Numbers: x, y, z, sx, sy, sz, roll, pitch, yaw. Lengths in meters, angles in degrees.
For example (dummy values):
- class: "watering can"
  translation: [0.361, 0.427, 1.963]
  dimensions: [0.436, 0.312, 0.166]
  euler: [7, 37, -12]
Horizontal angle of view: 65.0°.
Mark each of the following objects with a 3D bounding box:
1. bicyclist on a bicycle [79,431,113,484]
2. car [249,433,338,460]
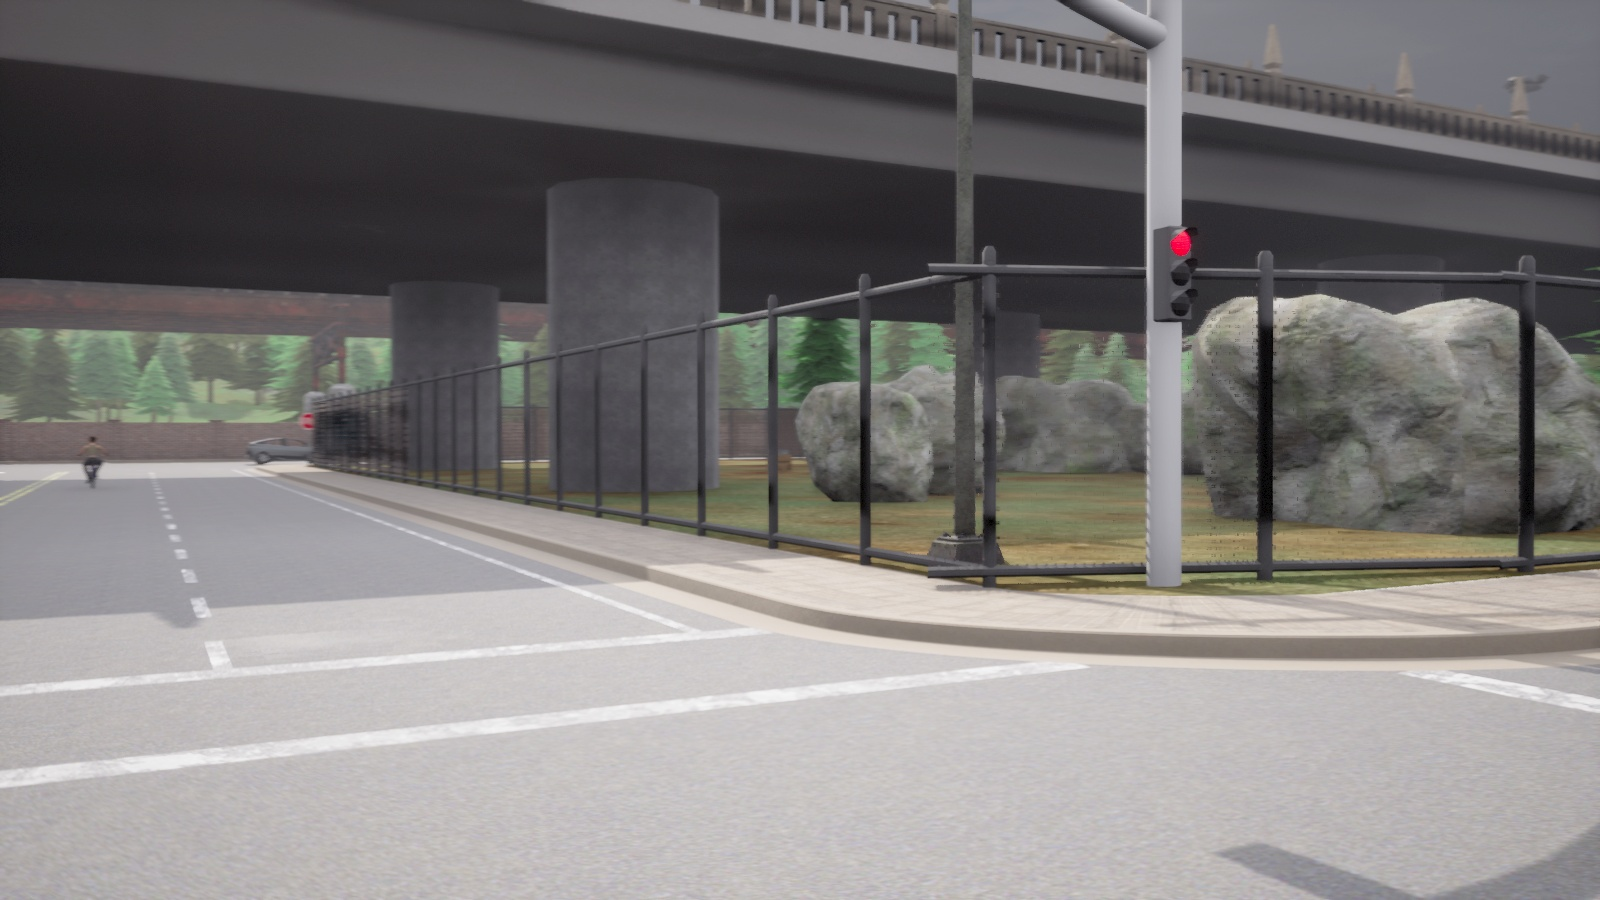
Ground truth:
- class: "bicyclist on a bicycle"
  translation: [-21.817, 0.214, 38.959]
  dimensions: [0.866, 1.612, 1.509]
  euler: [0, 1, -27]
- class: "car"
  translation: [-28.690, -0.202, 71.098]
  dimensions: [4.514, 1.525, 2.007]
  euler: [0, 1, -26]
